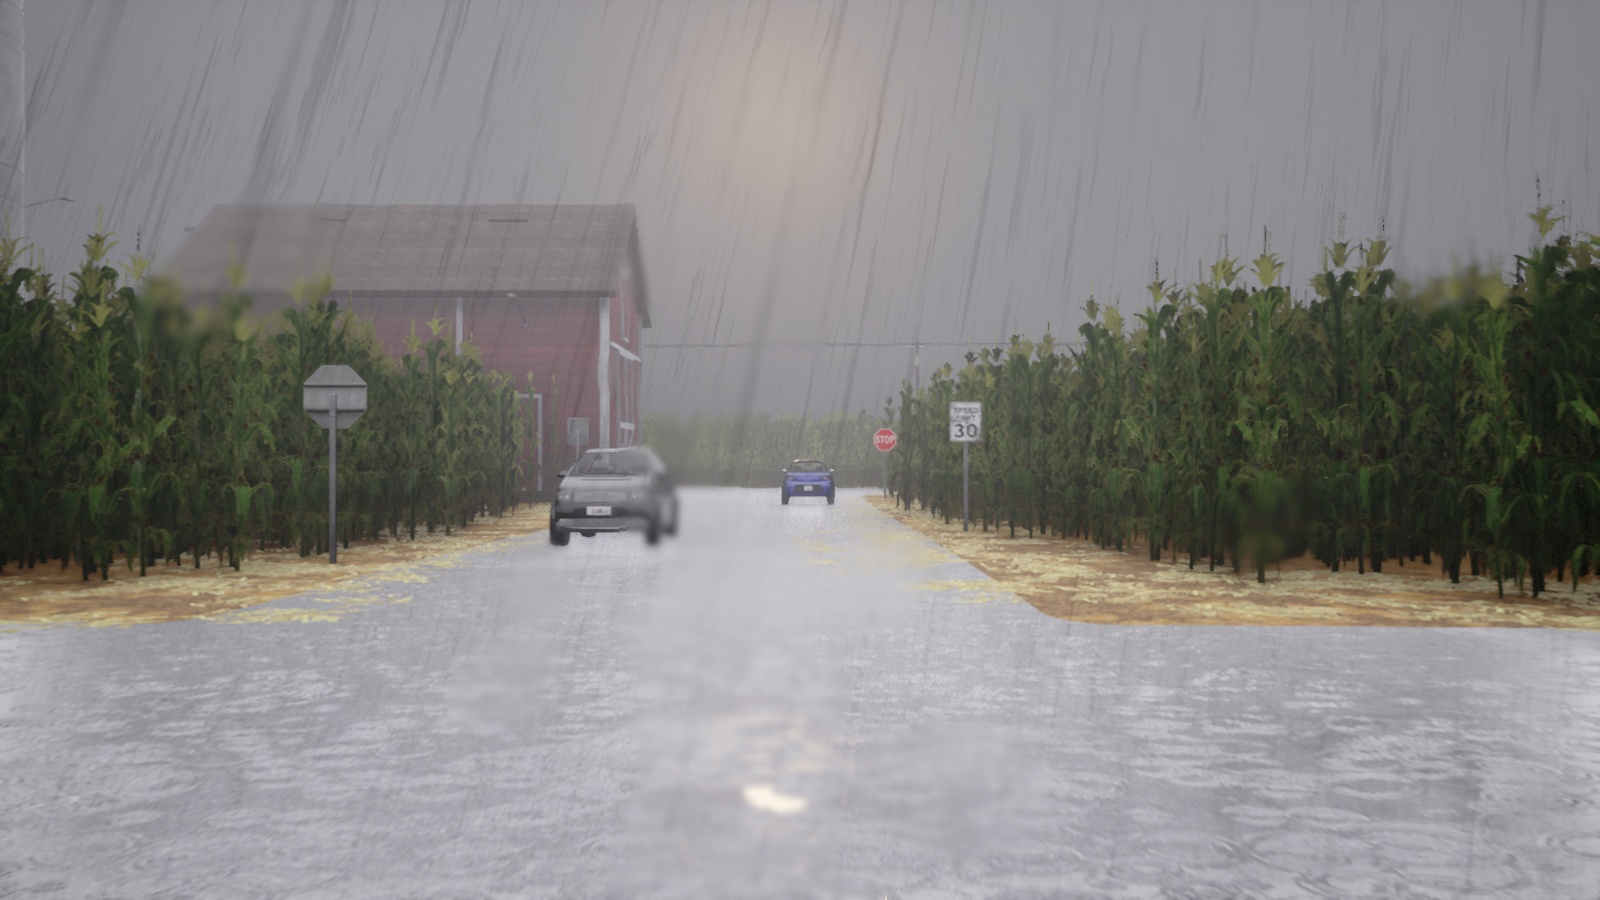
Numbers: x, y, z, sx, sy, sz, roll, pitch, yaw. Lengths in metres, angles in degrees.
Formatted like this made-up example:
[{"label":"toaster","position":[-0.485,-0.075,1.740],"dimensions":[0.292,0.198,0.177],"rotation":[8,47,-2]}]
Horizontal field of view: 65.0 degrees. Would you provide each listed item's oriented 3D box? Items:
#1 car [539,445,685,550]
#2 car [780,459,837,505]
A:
[{"label":"car","position":[-2.959,0.726,20.458],"dimensions":[1.789,1.549,3.705],"rotation":[0,-1,0]},{"label":"car","position":[0.272,1.031,42.074],"dimensions":[1.816,1.474,4.193],"rotation":[0,0,0]}]
